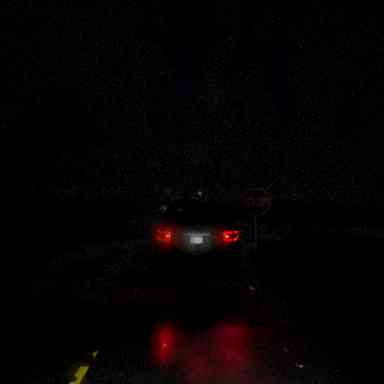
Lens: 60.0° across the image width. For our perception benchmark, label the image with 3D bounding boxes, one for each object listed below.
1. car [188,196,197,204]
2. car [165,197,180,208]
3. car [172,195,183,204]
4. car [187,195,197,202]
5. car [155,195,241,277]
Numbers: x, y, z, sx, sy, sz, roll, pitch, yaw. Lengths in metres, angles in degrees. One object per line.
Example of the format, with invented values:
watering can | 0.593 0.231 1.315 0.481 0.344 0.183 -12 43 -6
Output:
car | 0.045 1.501 66.478 1.812 1.442 4.674 0 0 0
car | -2.801 1.473 48.954 1.812 1.442 4.674 0 0 0
car | -2.721 1.448 65.262 1.882 1.535 5.008 0 0 0
car | 0.052 1.390 76.764 2.128 1.511 4.902 0 0 0
car | 0.264 1.194 10.326 2.150 2.045 5.566 0 0 3
